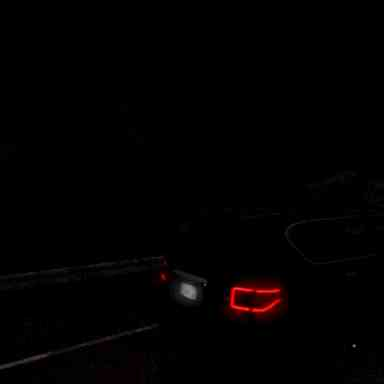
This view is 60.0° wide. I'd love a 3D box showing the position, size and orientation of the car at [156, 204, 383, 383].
[{"bbox_3d":[2.107,1.219,5.384,5.566,2.045,2.150,0,0,-37],"label":"car"}]
